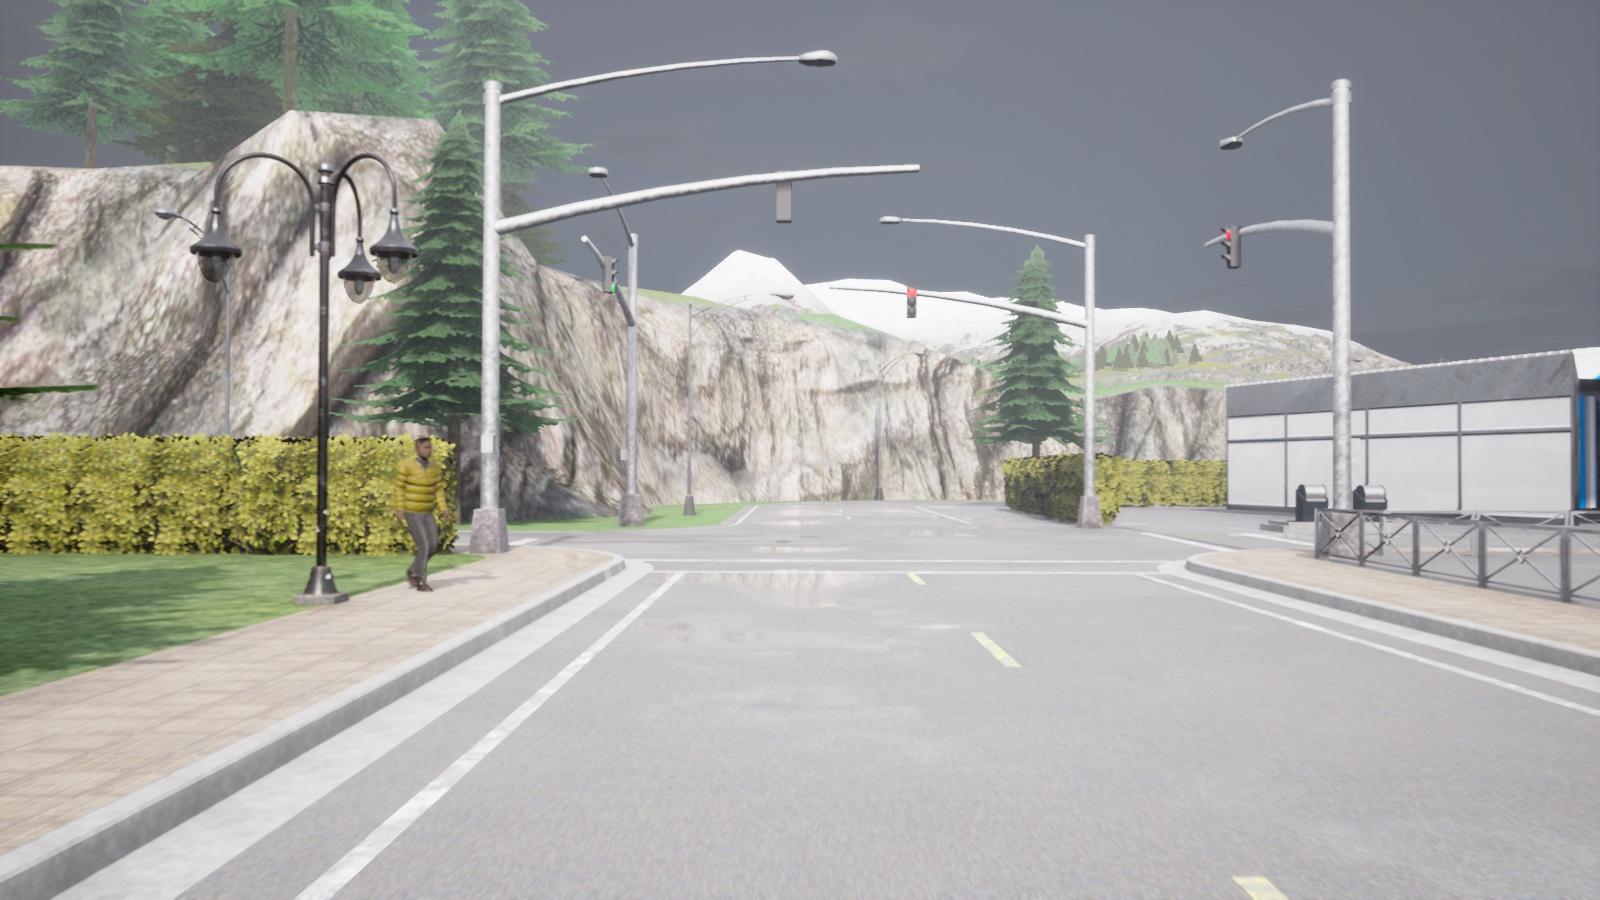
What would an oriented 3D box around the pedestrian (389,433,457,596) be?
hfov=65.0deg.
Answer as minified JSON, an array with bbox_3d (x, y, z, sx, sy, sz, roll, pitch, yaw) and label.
[{"bbox_3d":[-4.377,0.732,14.569,0.709,1.840,0.431,-1,-1,40],"label":"pedestrian"}]
